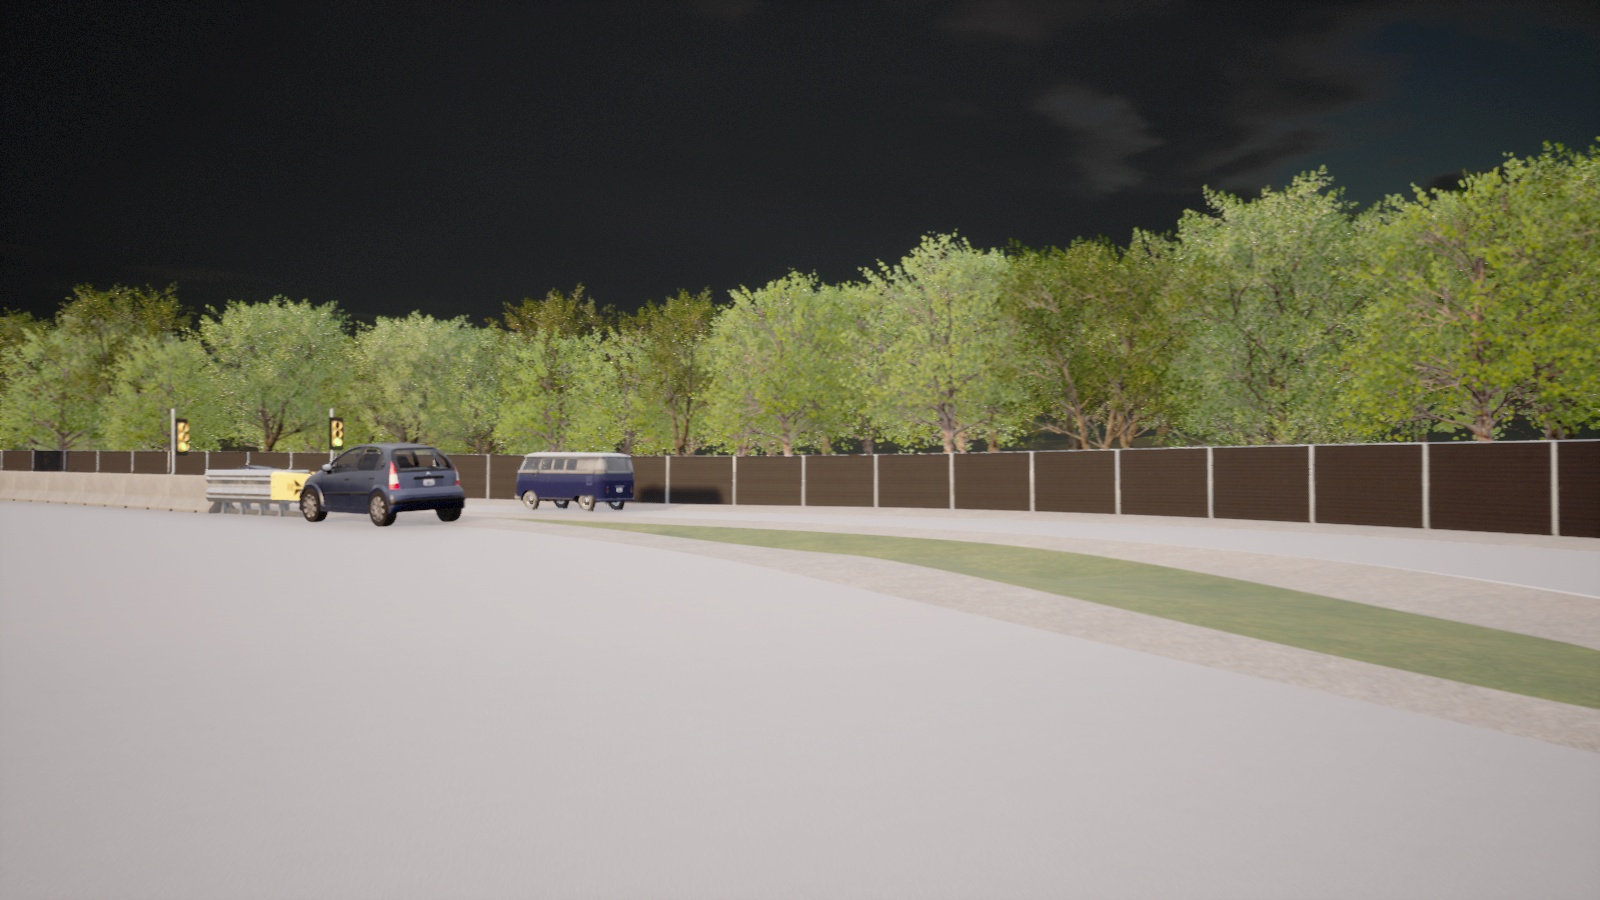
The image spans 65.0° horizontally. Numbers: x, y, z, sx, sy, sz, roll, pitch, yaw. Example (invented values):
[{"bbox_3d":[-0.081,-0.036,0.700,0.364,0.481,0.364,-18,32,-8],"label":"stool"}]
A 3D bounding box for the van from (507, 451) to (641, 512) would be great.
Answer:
[{"bbox_3d":[-7.708,1.046,42.710,4.442,1.987,1.775,0,-1,33],"label":"van"}]

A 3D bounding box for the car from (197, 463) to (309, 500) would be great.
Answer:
[{"bbox_3d":[-22.304,1.252,51.189,4.181,1.385,1.994,1,0,29],"label":"car"}]

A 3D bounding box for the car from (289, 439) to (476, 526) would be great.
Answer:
[{"bbox_3d":[-8.585,0.604,25.689,3.988,1.617,1.851,0,2,42],"label":"car"}]
